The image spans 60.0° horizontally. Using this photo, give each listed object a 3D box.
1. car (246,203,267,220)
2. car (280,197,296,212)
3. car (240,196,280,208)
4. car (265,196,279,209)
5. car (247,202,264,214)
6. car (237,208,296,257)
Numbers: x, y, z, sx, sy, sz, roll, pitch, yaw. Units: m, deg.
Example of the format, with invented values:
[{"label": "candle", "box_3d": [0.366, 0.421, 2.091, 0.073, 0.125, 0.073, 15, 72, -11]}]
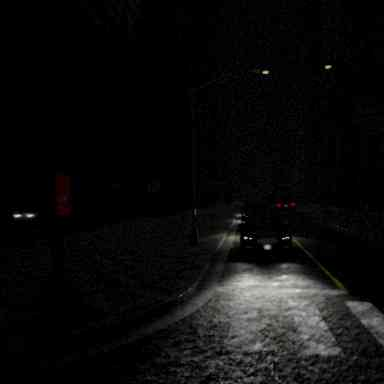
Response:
[{"label": "car", "box_3d": [6.409, 1.889, 33.259, 1.812, 1.442, 4.674, -2, -1, 10]}, {"label": "car", "box_3d": [10.483, 1.564, 38.076, 2.150, 2.045, 5.566, -2, -1, 10]}, {"label": "car", "box_3d": [4.674, 1.472, 23.449, 2.150, 2.045, 5.566, -2, -1, 10]}, {"label": "car", "box_3d": [14.167, 1.819, 59.153, 2.150, 2.045, 5.566, -2, -1, 11]}, {"label": "car", "box_3d": [8.177, 2.043, 43.128, 1.994, 1.385, 4.181, -2, -1, 10]}, {"label": "car", "box_3d": [2.980, 1.635, 13.738, 2.128, 1.511, 4.902, -2, -1, 10]}]
